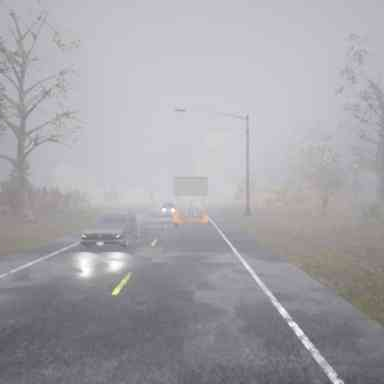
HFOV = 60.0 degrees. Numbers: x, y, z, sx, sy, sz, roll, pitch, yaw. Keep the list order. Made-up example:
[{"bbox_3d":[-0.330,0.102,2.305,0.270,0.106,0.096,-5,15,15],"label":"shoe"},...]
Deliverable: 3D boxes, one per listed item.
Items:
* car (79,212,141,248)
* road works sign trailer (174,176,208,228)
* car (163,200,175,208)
[{"bbox_3d":[-3.630,1.680,15.778,2.033,1.411,5.357,0,0,0],"label":"car"},{"bbox_3d":[-0.061,0.662,23.694,2.380,3.560,2.880,0,0,1],"label":"road works sign trailer"},{"bbox_3d":[-3.876,2.070,56.578,1.895,1.301,4.718,0,0,0],"label":"car"}]
